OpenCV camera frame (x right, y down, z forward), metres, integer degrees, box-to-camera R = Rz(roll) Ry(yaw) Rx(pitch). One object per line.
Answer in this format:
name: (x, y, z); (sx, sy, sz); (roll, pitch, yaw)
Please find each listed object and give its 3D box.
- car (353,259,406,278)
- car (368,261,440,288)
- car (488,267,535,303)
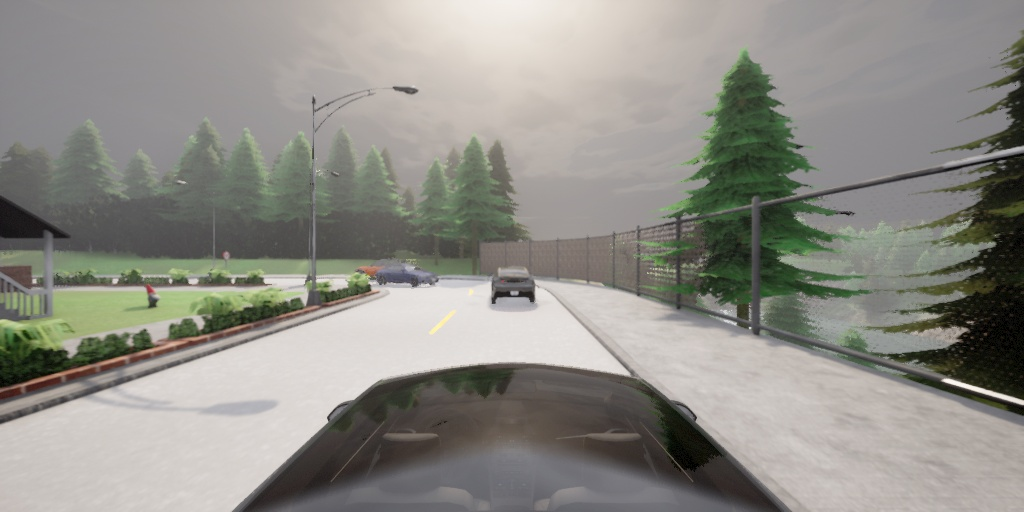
car: (-10.434, 1.050, 29.028); (4.553, 1.767, 2.097); (0, 0, 8)
car: (-6.896, 1.235, 23.497); (4.674, 1.442, 1.812); (0, -1, 29)
car: (-0.045, 1.224, 16.393); (1.837, 1.490, 4.892); (0, -1, -3)
